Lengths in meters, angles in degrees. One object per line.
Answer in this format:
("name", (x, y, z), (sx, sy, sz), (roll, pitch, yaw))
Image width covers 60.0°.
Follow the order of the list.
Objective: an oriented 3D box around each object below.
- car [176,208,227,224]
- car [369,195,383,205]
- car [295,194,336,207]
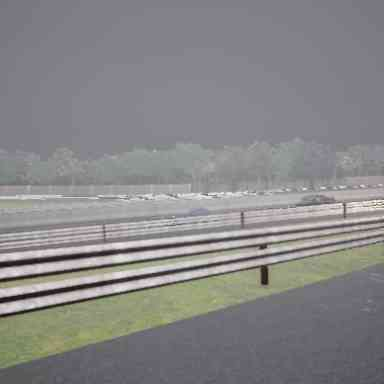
("car", (0.833, 2.105, 29.558), (4.674, 1.442, 1.812), (-3, 2, -22))
("car", (22.913, 0.933, 38.359), (4.718, 1.301, 1.895), (-3, 2, -22))
("car", (14.525, 1.318, 38.783), (4.718, 1.301, 1.895), (-3, 2, -22))
